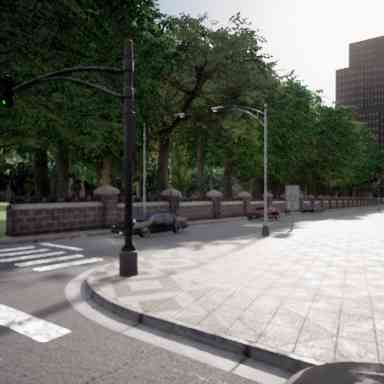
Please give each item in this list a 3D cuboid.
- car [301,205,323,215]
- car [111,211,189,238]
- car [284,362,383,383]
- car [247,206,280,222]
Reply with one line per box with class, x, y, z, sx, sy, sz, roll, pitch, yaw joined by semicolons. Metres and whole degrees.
car;17.252;2.553;47.744;1.895;1.301;4.718;0;-1;35
car;-2.321;1.879;20.213;2.033;1.411;5.357;0;-1;35
car;2.351;1.551;1.286;4.403;1.369;2.008;0;0;36
car;7.360;2.157;33.906;1.882;1.535;5.008;0;-1;35
